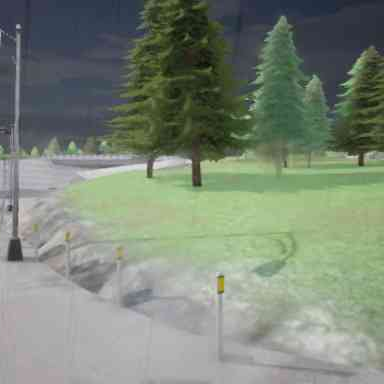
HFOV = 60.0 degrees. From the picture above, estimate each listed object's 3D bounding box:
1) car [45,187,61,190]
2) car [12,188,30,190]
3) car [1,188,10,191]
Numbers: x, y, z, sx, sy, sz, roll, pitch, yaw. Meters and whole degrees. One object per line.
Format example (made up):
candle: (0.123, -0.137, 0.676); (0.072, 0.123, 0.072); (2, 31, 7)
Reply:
car: (-33.558, -0.056, 78.475); (1.994, 1.385, 4.181); (1, 1, 12)
car: (-40.412, -0.232, 79.886); (1.994, 1.385, 4.181); (1, 1, 12)
car: (-43.846, -0.277, 80.562); (1.895, 1.301, 4.718); (1, 1, 12)
